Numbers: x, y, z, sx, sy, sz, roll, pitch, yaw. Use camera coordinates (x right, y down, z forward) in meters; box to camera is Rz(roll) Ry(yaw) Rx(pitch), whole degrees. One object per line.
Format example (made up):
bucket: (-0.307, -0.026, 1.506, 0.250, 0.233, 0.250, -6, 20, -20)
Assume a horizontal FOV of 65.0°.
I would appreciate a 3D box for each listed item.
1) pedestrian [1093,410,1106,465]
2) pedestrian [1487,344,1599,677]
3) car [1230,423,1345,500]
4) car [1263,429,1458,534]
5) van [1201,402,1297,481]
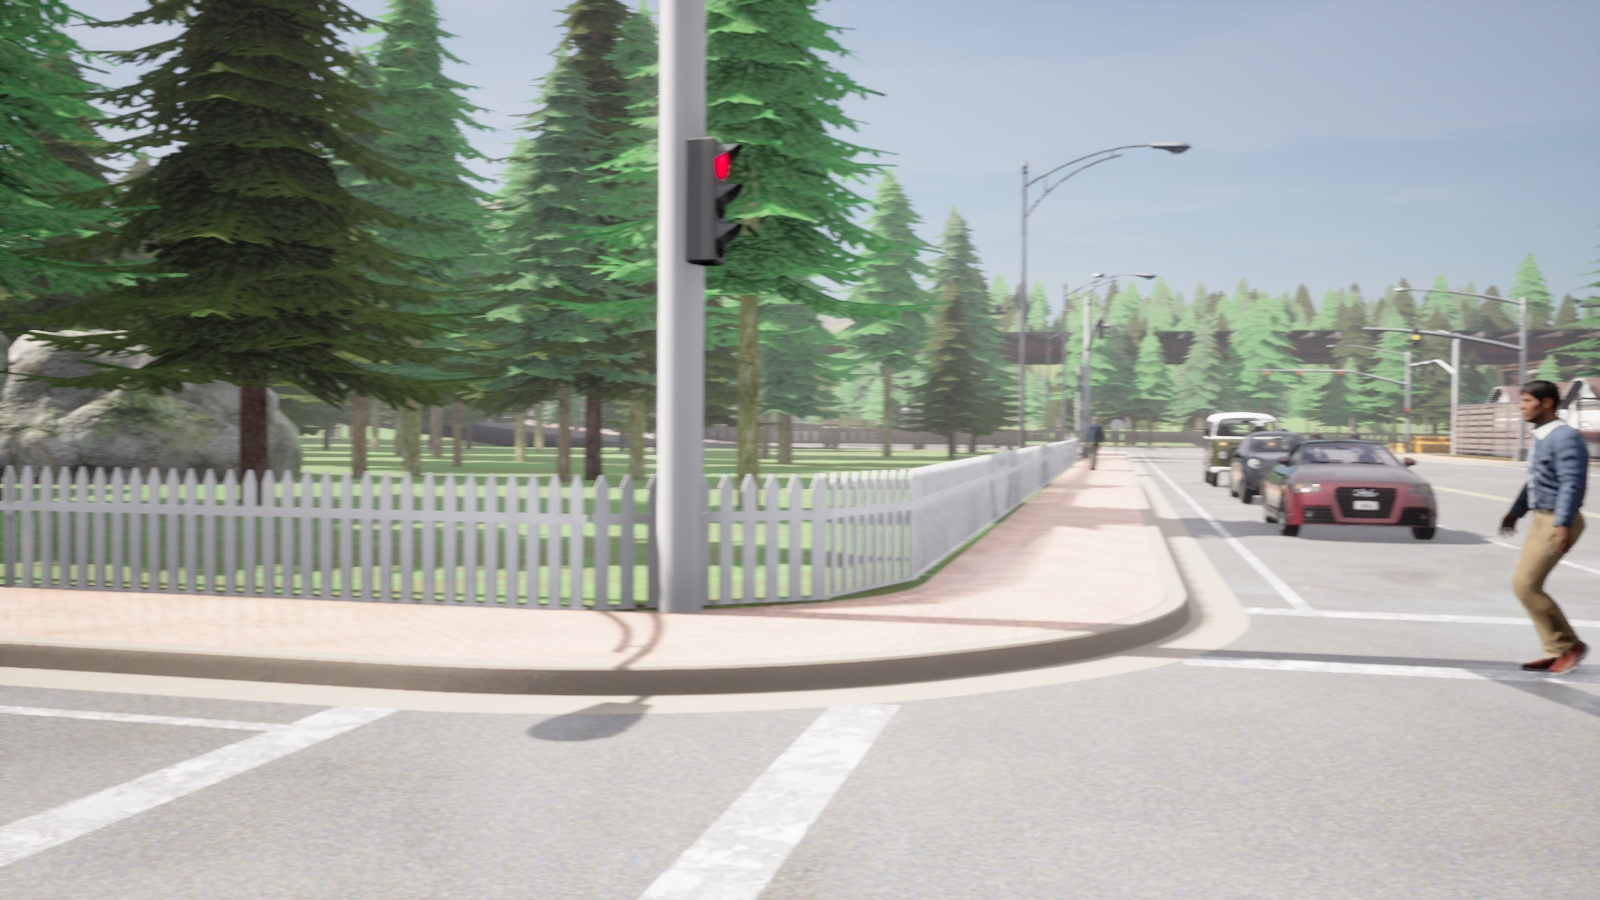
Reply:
pedestrian: (10.079, -0.415, 42.239, 0.402, 1.842, 0.726, 0, 1, 16)
pedestrian: (4.642, 0.353, 7.586, 0.788, 1.949, 0.423, 0, 1, 16)
car: (10.231, 0.196, 26.602, 1.845, 1.501, 3.633, 0, 1, 14)
car: (8.267, 0.394, 18.908, 1.994, 1.385, 4.181, 0, 1, 14)
van: (12.265, -0.248, 34.572, 2.069, 2.038, 4.480, 0, 1, 15)
